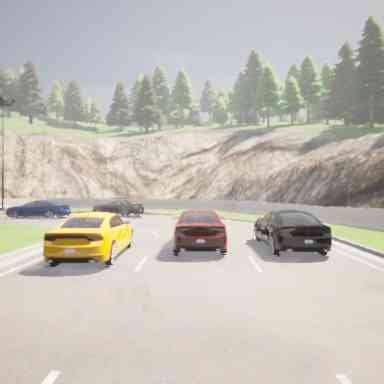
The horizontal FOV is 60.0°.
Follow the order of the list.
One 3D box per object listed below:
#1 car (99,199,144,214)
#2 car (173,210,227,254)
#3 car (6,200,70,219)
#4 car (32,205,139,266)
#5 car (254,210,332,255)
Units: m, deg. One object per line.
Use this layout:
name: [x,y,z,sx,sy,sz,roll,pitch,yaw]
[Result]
car: [-6.569,1.399,29.435,4.902,1.511,2.128,0,0,25]
car: [0.256,1.436,13.260,1.882,1.535,5.008,0,0,-1]
car: [-12.620,1.391,27.318,5.008,1.535,1.882,0,-1,4]
car: [-3.296,1.441,11.469,1.882,1.535,5.008,0,0,0]
car: [3.761,1.437,13.171,1.882,1.535,5.008,0,0,0]
